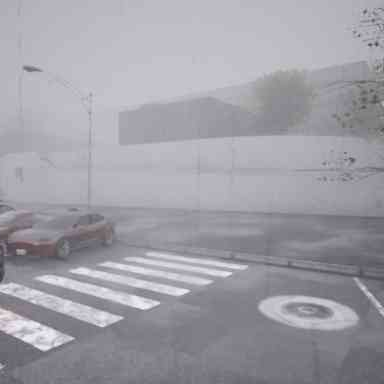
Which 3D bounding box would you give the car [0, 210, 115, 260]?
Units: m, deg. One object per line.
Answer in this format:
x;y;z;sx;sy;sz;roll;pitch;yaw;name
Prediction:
-4.756;1.528;12.833;2.163;1.488;4.792;1;-1;15;car

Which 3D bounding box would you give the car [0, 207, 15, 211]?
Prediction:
-7.203;1.538;14.601;2.002;1.452;4.674;0;-1;15;car

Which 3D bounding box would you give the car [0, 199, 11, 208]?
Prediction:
-9.638;1.372;16.306;2.185;1.767;4.553;0;-1;15;car

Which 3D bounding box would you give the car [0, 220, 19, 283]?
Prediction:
-6.423;1.480;7.951;5.008;1.535;1.882;0;0;35;car
